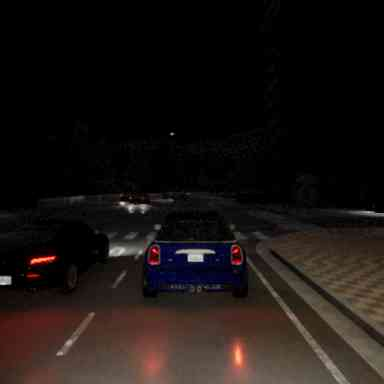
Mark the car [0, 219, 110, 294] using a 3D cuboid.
[{"bbox_3d":[-3.431,1.406,8.349,1.812,1.442,4.674,0,1,0],"label":"car"}]

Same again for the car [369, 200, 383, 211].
[{"bbox_3d":[18.972,1.174,31.128,4.181,1.385,1.994,0,1,0],"label":"car"}]

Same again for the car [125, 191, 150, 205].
[{"bbox_3d":[-6.997,0.726,44.257,2.097,1.767,4.553,0,1,2],"label":"car"}]

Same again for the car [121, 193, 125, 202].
[{"bbox_3d":[-9.709,0.602,53.121,2.097,1.767,4.553,0,1,11],"label":"car"}]

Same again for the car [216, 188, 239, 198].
[{"bbox_3d":[7.425,0.483,73.531,4.674,1.442,1.812,-1,1,-33],"label":"car"}]

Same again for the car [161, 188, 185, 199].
[{"bbox_3d":[-3.481,0.351,61.500,2.150,2.045,5.566,0,1,27],"label":"car"}]

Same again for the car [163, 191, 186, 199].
[{"bbox_3d":[-3.562,0.516,68.033,1.882,1.535,5.008,0,1,36],"label":"car"}]

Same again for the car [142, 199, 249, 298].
[{"bbox_3d":[0.068,1.232,8.393,2.097,1.767,4.553,0,1,0],"label":"car"}]
